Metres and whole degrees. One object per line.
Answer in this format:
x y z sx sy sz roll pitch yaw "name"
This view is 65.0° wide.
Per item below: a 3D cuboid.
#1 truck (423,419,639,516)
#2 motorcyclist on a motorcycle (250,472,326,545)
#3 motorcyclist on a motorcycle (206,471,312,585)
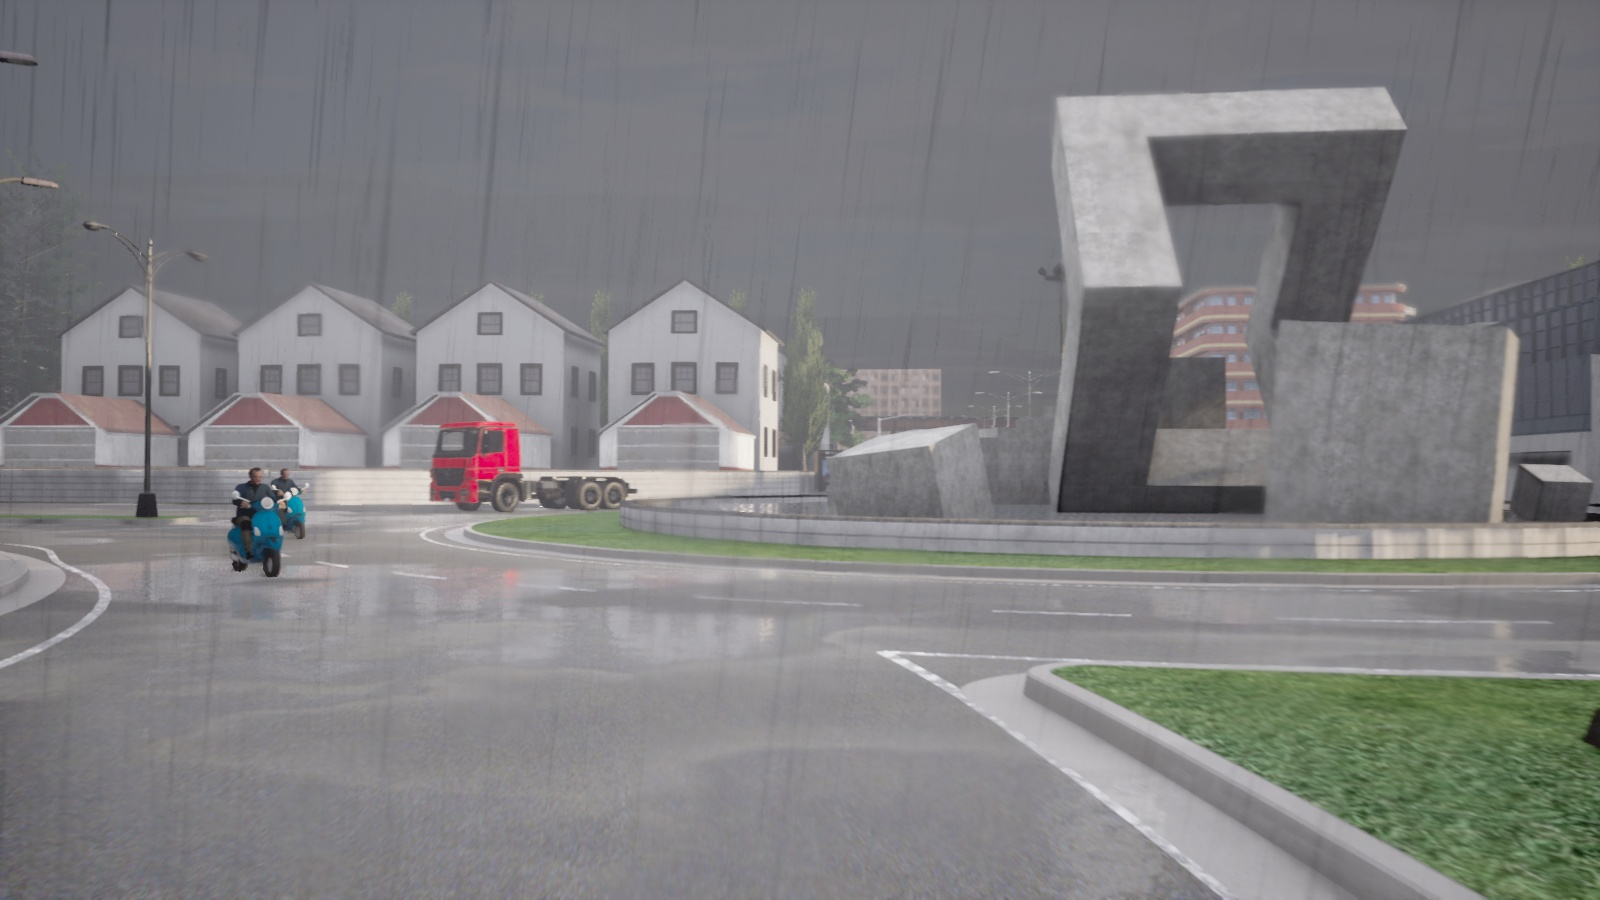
-10.251 0.695 48.616 2.891 3.462 7.936 -1 -1 42 "truck"
-11.567 1.298 28.352 1.817 1.590 0.866 -1 0 43 "motorcyclist on a motorcycle"
-8.015 1.116 18.563 0.866 1.590 1.817 1 -2 -43 "motorcyclist on a motorcycle"
